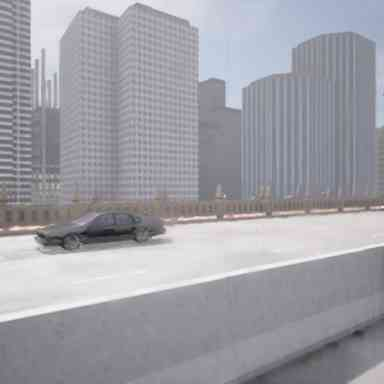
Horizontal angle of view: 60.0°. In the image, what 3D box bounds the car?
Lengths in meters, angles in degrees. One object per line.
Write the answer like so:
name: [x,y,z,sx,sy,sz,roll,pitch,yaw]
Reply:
car: [-3.714,1.536,14.240,5.357,1.411,2.033,0,0,-35]
